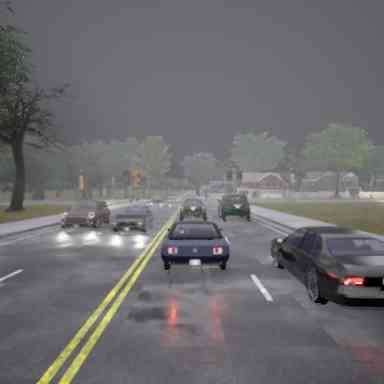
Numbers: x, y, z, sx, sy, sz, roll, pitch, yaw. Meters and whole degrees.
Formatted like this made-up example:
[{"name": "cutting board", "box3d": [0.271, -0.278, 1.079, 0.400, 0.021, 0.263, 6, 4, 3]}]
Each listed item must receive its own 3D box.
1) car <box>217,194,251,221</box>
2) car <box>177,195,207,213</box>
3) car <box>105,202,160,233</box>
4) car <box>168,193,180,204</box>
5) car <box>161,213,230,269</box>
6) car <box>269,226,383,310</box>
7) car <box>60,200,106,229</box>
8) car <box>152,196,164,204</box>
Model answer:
[{"name": "car", "box3d": [3.342, 1.195, 26.963, 2.150, 2.045, 5.566, 0, 0, 0]}, {"name": "car", "box3d": [0.089, 1.325, 27.476, 2.097, 1.767, 4.553, 0, 0, 0]}, {"name": "car", "box3d": [-3.352, 1.528, 19.785, 2.033, 1.411, 5.357, 0, 0, 0]}, {"name": "car", "box3d": [-3.266, 1.246, 63.294, 2.150, 2.045, 5.566, 0, 0, 0]}, {"name": "car", "box3d": [0.090, 1.590, 11.118, 1.895, 1.301, 4.718, 0, 0, 0]}, {"name": "car", "box3d": [3.334, 1.540, 8.058, 2.033, 1.411, 5.357, 0, 0, 0]}, {"name": "car", "box3d": [-6.602, 1.331, 21.150, 2.097, 1.767, 4.553, 0, 0, 0]}, {"name": "car", "box3d": [-6.509, 1.434, 63.942, 1.882, 1.535, 5.008, 0, 0, 0]}]
